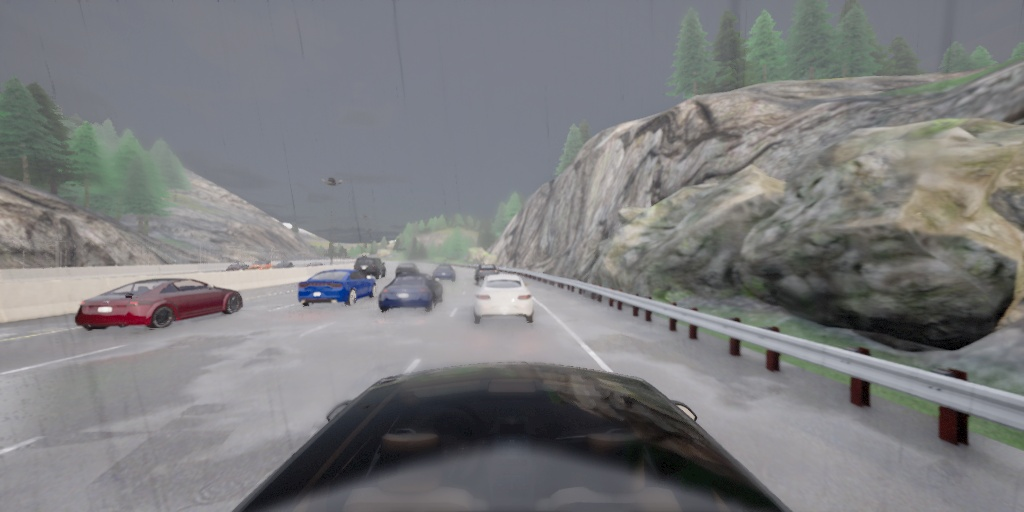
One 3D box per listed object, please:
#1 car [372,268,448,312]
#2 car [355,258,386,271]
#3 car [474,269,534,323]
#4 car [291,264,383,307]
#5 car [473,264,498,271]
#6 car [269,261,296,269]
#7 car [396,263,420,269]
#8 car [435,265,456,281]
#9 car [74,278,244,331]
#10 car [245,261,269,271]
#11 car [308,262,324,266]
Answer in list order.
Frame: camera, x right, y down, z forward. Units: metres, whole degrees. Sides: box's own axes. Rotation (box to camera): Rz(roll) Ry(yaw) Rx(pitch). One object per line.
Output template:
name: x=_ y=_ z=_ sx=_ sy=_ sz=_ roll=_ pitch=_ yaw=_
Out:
car: x=-3.999 y=1.390 z=14.753 sx=1.994 sy=1.385 sz=4.181 roll=0 pitch=0 yaw=-4
car: x=-13.463 y=1.169 z=34.109 sx=2.150 sy=2.045 sz=5.566 roll=0 pitch=0 yaw=-10
car: x=-0.318 y=1.331 z=12.306 sx=1.812 sy=1.442 sz=4.674 roll=0 pitch=0 yaw=-3
car: x=-7.602 y=1.319 z=16.115 sx=1.882 sy=1.535 sz=5.008 roll=0 pitch=0 yaw=-4
car: x=-2.128 y=1.392 z=29.755 sx=2.128 sy=1.511 sz=4.902 roll=0 pitch=0 yaw=-8
car: x=-31.927 y=1.576 z=50.410 sx=1.837 sy=1.490 sz=4.892 roll=0 pitch=0 yaw=-16
car: x=-10.007 y=1.420 z=34.520 sx=1.882 sy=1.535 sz=5.008 roll=0 pitch=0 yaw=-10
car: x=-6.039 y=1.485 z=32.050 sx=1.994 sy=1.385 sz=4.181 roll=0 pitch=0 yaw=-9
car: x=-10.784 y=1.388 z=11.417 sx=1.994 sy=1.385 sz=4.181 roll=0 pitch=0 yaw=-3
car: x=-35.912 y=1.439 z=51.548 sx=2.097 sy=1.767 sz=4.553 roll=0 pitch=0 yaw=-17
car: x=-29.157 y=1.608 z=53.443 sx=1.812 sy=1.442 sz=4.674 roll=0 pitch=0 yaw=-17
